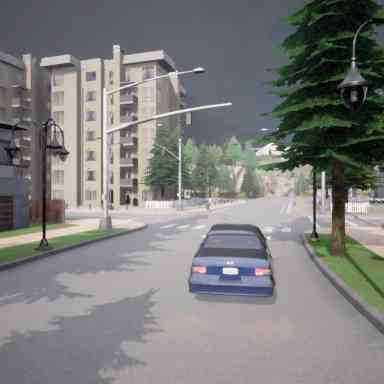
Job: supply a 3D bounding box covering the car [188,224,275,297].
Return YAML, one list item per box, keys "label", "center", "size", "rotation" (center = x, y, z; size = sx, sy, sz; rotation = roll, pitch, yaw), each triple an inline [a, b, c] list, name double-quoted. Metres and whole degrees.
- label: "car"
  center: [1.131, 1.547, 8.790]
  size: [2.033, 1.411, 5.357]
  rotation: [0, 0, 9]
